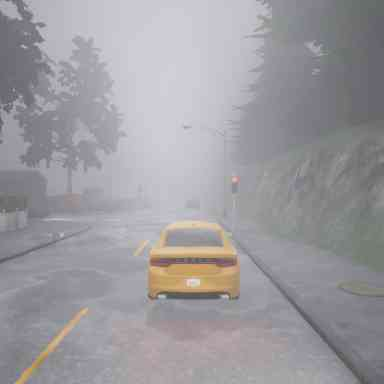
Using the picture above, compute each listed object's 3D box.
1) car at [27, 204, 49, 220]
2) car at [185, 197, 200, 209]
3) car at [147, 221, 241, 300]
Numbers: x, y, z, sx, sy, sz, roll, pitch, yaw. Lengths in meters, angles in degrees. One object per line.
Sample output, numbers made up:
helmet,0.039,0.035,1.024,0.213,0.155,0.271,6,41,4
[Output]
car,-14.073,1.570,27.398,4.181,1.385,1.994,0,0,0
car,0.080,1.488,45.838,1.882,1.535,5.008,0,0,1
car,0.049,1.480,8.480,1.882,1.535,5.008,0,0,1
